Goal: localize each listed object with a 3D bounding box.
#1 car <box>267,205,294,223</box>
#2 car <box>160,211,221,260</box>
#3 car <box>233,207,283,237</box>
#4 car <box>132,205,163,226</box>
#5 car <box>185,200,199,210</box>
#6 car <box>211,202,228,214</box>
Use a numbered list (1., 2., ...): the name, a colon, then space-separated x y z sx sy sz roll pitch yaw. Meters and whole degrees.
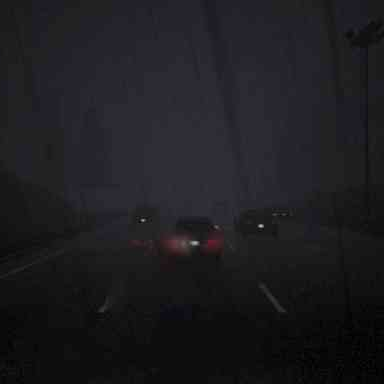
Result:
1. car: 7.038 1.813 28.066 2.033 1.411 5.357 0 -1 0
2. car: 0.074 1.675 12.918 2.033 1.411 5.357 0 -1 0
3. car: 3.561 1.748 19.202 1.994 1.385 4.181 0 -1 0
4. car: -3.457 1.763 25.870 1.837 1.490 4.892 0 -1 0
5. car: -0.027 1.982 51.397 1.882 1.535 5.008 0 -1 0
6. car: 3.502 1.956 42.186 2.033 1.411 5.357 0 -1 0
